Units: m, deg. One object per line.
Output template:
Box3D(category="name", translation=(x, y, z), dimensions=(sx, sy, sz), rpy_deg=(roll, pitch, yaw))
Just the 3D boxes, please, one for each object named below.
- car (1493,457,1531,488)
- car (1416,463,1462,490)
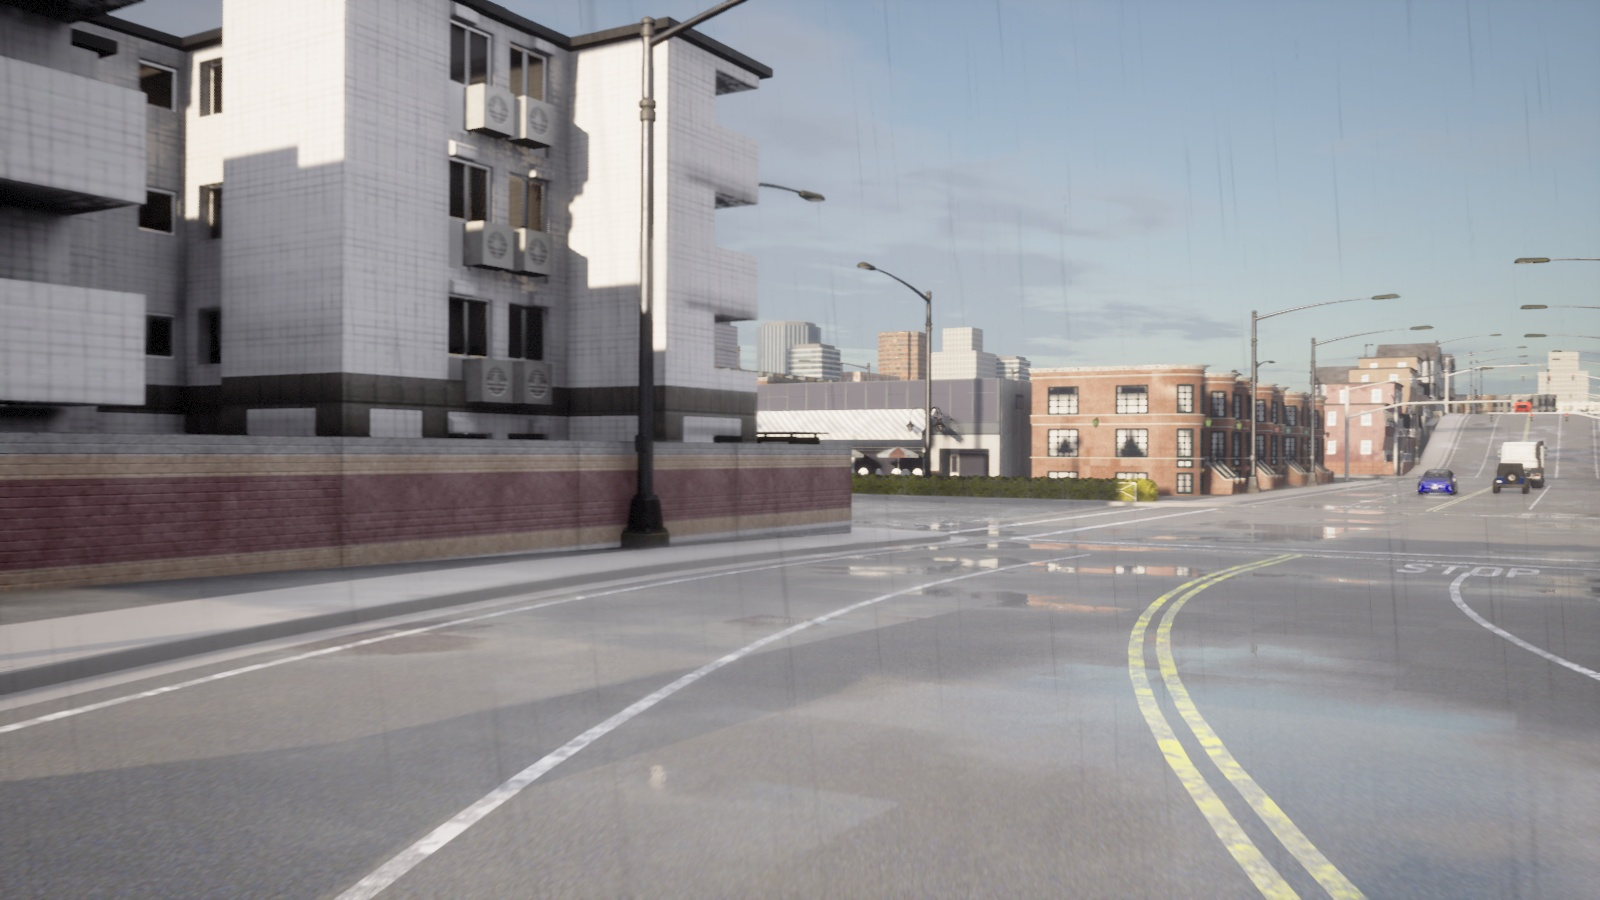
Box3D(category="car", translation=(44.260, 1.385, 78.005), dimensions=(1.905, 1.878, 3.866), rpy_deg=(0, 0, 32))
Box3D(category="car", translation=(37.719, 1.547, 74.089), dimensions=(2.007, 1.525, 4.514), rpy_deg=(0, 0, 32))
